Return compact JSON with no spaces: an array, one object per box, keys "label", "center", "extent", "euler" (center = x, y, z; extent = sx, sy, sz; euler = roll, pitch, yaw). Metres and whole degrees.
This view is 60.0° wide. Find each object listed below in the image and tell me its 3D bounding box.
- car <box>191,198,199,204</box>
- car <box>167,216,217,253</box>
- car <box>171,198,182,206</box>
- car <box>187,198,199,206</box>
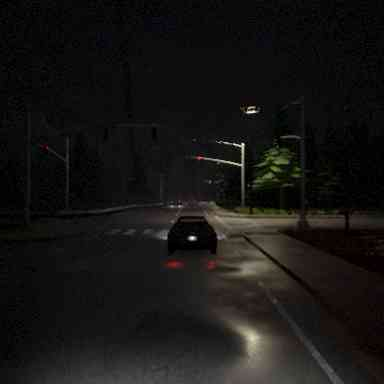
[{"label":"car","center":[0.681,2.225,83.200],"extent":[1.837,1.490,4.892],"euler":[0,-1,2]},{"label":"car","center":[0.003,1.700,14.302],"extent":[1.994,1.385,4.181],"euler":[0,0,0]},{"label":"car","center":[-3.287,2.018,70.451],"extent":[2.097,1.767,4.553],"euler":[0,-1,1]},{"label":"car","center":[0.153,2.166,67.918],"extent":[1.812,1.442,4.674],"euler":[0,0,2]}]
